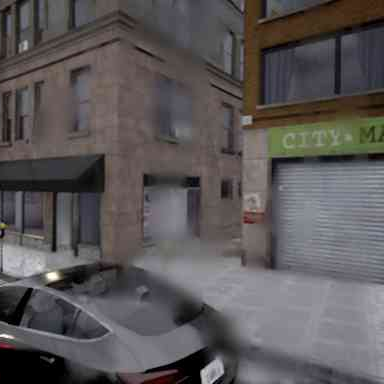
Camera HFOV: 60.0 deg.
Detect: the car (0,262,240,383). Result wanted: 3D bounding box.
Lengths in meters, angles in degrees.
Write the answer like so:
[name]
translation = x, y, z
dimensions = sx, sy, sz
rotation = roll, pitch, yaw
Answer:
[car]
translation = -1.519, 1.561, 4.027
dimensions = 4.313, 1.339, 1.947
rotation = 0, 1, 35
